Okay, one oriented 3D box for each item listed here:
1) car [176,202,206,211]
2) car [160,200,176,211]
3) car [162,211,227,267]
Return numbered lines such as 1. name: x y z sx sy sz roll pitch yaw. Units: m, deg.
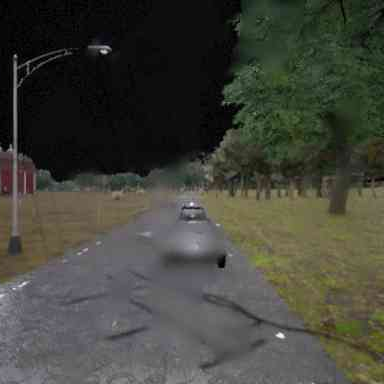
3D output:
1. car: 0.071 1.500 26.528 2.128 1.511 4.902 0 0 0
2. car: -2.844 1.600 41.487 1.895 1.301 4.718 0 0 0
3. car: 0.071 1.568 11.484 1.994 1.385 4.181 0 0 0
